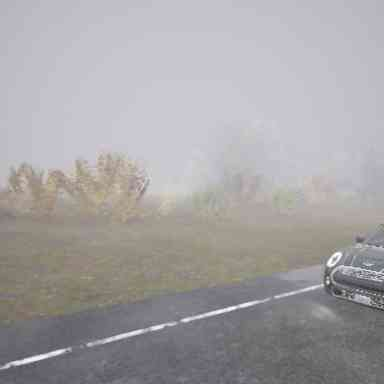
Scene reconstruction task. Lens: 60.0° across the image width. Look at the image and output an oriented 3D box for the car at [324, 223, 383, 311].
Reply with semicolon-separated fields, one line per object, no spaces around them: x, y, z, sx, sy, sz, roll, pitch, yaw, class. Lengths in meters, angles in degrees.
5.056;1.467;7.601;4.553;1.767;2.097;1;-1;-36;car
